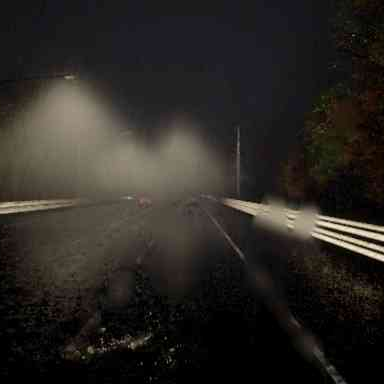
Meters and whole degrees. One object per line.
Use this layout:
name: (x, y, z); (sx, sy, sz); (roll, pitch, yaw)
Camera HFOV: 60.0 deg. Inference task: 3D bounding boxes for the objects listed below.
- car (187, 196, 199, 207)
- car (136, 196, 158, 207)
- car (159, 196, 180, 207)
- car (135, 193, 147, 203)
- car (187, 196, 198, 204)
car: (0.085, 1.617, 51.046); (2.033, 1.411, 5.357); (0, 0, 0)
car: (-6.914, 1.659, 51.507); (1.895, 1.301, 4.718); (0, 0, 0)
car: (-3.414, 1.416, 51.406); (2.097, 1.767, 4.553); (0, 0, 0)
car: (-10.387, 1.311, 69.283); (2.150, 2.045, 5.566); (0, 0, 0)
car: (0.115, 1.632, 70.805); (2.128, 1.511, 4.902); (0, 0, 0)
